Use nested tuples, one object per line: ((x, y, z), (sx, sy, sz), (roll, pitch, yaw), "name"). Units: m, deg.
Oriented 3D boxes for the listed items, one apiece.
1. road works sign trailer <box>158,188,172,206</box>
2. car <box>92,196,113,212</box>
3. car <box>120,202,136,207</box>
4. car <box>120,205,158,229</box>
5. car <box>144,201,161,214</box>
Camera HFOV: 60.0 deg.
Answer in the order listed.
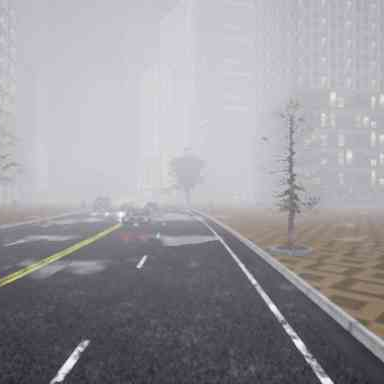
((-5.523, 1.007, 69.605), (2.380, 3.560, 2.880), (0, 0, -11), "road works sign trailer")
((-12.034, 1.598, 45.229), (2.150, 2.045, 5.566), (0, 0, -6), "car")
((-8.840, 1.981, 45.909), (1.895, 1.301, 4.718), (0, 0, -6), "car")
((-3.640, 1.809, 23.355), (1.895, 1.301, 4.718), (0, 0, -3), "car")
((-4.917, 1.870, 41.005), (1.812, 1.442, 4.674), (0, 0, -5), "car")
